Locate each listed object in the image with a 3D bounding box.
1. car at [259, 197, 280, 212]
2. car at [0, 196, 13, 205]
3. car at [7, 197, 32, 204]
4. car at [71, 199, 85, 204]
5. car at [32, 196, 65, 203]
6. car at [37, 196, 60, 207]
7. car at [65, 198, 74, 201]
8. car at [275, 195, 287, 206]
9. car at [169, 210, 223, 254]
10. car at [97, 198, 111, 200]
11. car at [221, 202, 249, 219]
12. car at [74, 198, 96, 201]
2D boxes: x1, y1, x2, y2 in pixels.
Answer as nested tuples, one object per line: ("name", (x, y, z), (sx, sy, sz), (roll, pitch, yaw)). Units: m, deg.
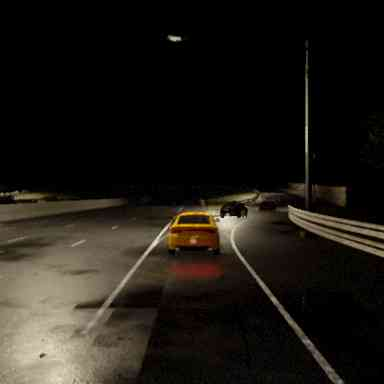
("car", (10.702, 1.933, 46.824), (1.882, 1.535, 5.008), (0, 0, 23))
("car", (-28.042, 1.587, 48.603), (2.150, 2.045, 5.566), (0, 0, 0))
("car", (-24.548, 1.892, 48.715), (1.812, 1.442, 4.674), (0, 0, 0))
("car", (-27.984, 2.270, 81.800), (1.895, 1.301, 4.718), (0, -1, 0))
("car", (-21.051, 1.722, 48.949), (2.097, 1.767, 4.553), (0, -1, 0))
("car", (-27.987, 1.749, 65.251), (2.150, 2.045, 5.566), (0, -1, 0))
("car", (-24.487, 1.881, 65.390), (2.097, 1.767, 4.553), (0, -1, 0))
("car", (16.538, 1.595, 62.345), (2.150, 2.045, 5.566), (0, 1, 18))
("car", (0.172, 1.583, 14.106), (1.882, 1.535, 5.008), (0, 0, 3))
("car", (-20.984, 2.193, 81.910), (2.128, 1.511, 4.902), (0, -1, 0))
("car", (4.116, 1.737, 31.798), (1.837, 1.490, 4.892), (-1, -1, 23))
("car", (-20.987, 2.051, 65.473), (1.812, 1.442, 4.674), (0, -1, 0))
